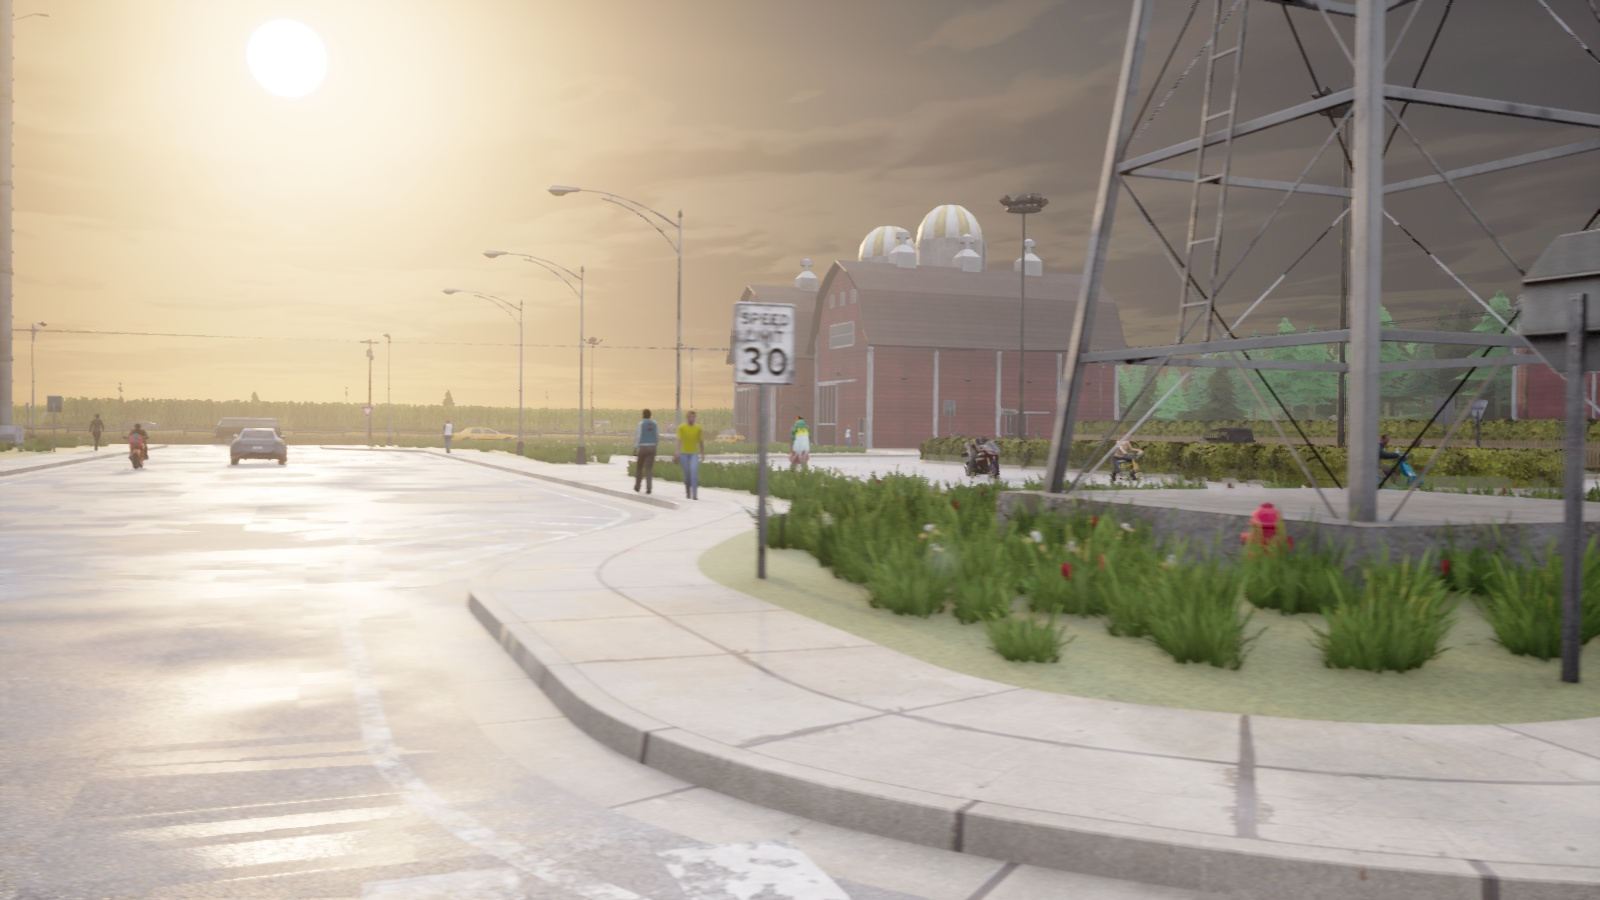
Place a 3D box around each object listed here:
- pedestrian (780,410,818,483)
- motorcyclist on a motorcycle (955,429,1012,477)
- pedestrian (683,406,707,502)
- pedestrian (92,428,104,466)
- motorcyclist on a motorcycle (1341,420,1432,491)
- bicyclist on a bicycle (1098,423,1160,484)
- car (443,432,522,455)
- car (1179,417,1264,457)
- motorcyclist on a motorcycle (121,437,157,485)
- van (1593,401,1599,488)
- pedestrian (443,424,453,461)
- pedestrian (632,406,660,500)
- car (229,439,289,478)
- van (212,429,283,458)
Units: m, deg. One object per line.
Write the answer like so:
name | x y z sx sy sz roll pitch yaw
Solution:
pedestrian | -0.028 -0.102 33.929 0.659 1.952 0.873 -1 1 -30
motorcyclist on a motorcycle | 6.063 0.085 41.555 0.866 1.530 2.191 -1 1 -21
pedestrian | -2.043 0.076 24.414 0.354 1.836 0.706 -1 1 -11
pedestrian | -33.769 -0.161 60.393 0.328 1.805 0.869 -1 1 -18
motorcyclist on a motorcycle | 13.622 0.122 29.176 1.817 1.590 0.866 0 1 34
bicyclist on a bicycle | 8.971 0.073 34.297 0.866 1.612 1.509 -1 1 -25
car | -23.051 -0.503 91.316 5.366 1.575 1.801 -1 1 -21
car | 20.625 -0.643 61.530 1.905 1.878 3.866 -1 1 -21
motorcyclist on a motorcycle | -21.756 0.344 41.371 0.797 1.523 2.044 -1 1 -22
van | 20.458 -0.137 28.087 4.442 1.987 1.775 -1 1 -5
pedestrian | -17.641 -0.381 62.890 0.354 1.836 0.706 -1 1 -23
pedestrian | -3.224 0.059 26.236 0.396 1.930 0.692 -1 1 -21
car | -20.874 0.297 48.590 1.994 1.385 4.181 -1 1 -22
van | -39.081 -0.472 88.914 4.442 1.987 1.775 -1 1 -21
